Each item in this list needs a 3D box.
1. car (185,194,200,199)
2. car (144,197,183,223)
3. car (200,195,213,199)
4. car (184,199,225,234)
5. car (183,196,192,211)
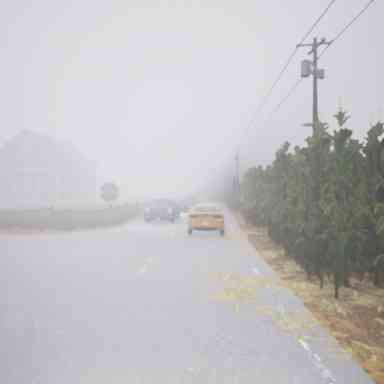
[{"bbox_3d":[-0.338,1.175,47.877,2.097,1.767,4.553,0,0,5],"label":"car"},{"bbox_3d":[-2.158,1.260,24.883,2.097,1.767,4.553,0,0,4],"label":"car"},{"bbox_3d":[2.732,1.271,68.840,1.812,1.442,4.674,1,0,-28],"label":"car"},{"bbox_3d":[0.846,1.407,18.906,1.882,1.535,5.008,0,0,4],"label":"car"},{"bbox_3d":[-1.397,1.435,34.644,1.994,1.385,4.181,0,0,5],"label":"car"}]
